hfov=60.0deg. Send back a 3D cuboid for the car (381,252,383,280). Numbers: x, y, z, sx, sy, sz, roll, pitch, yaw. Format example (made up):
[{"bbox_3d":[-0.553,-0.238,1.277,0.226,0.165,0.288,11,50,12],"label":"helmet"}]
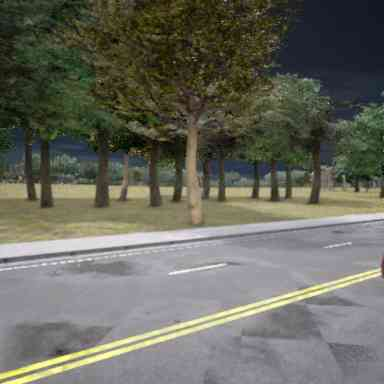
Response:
[{"bbox_3d":[6.274,1.511,7.912,4.674,1.442,1.812,0,0,-36],"label":"car"}]
